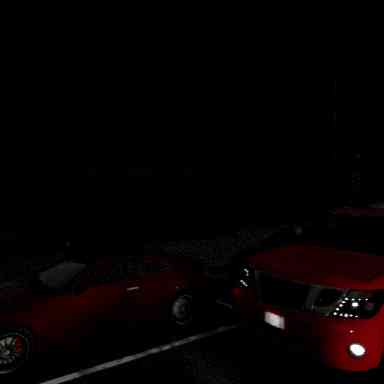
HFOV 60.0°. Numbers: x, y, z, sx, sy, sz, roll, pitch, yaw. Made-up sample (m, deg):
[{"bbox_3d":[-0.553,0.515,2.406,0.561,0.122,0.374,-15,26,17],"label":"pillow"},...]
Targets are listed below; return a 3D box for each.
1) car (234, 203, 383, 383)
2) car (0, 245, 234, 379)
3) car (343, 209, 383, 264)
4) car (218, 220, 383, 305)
[{"bbox_3d":[3.269,1.232,5.705,5.566,2.045,2.150,0,0,-35],"label":"car"},{"bbox_3d":[-1.534,1.585,5.438,4.206,1.307,1.802,0,0,-36],"label":"car"},{"bbox_3d":[7.461,1.463,11.857,4.097,1.590,1.967,0,0,-36],"label":"car"},{"bbox_3d":[2.964,1.579,8.647,4.313,1.339,1.947,0,0,-36],"label":"car"}]
